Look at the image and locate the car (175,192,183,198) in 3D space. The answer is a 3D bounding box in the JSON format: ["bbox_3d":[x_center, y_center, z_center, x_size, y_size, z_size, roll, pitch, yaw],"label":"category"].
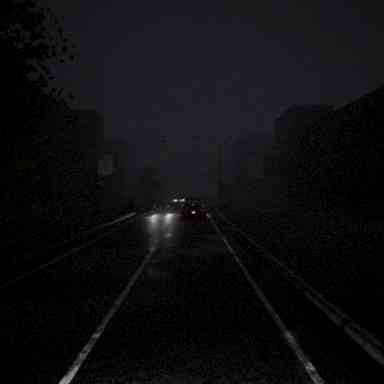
[{"bbox_3d":[-2.978,0.763,77.564,1.895,1.301,4.718,0,1,0],"label":"car"}]

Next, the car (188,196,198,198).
[{"bbox_3d":[0.112,1.263,42.866,1.837,1.490,4.892,0,1,0],"label":"car"}]

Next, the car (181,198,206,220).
[{"bbox_3d":[0.108,1.477,26.904,1.994,1.385,4.181,0,0,0],"label":"car"}]

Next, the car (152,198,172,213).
[{"bbox_3d":[-3.085,1.364,35.363,1.812,1.442,4.674,0,1,0],"label":"car"}]
